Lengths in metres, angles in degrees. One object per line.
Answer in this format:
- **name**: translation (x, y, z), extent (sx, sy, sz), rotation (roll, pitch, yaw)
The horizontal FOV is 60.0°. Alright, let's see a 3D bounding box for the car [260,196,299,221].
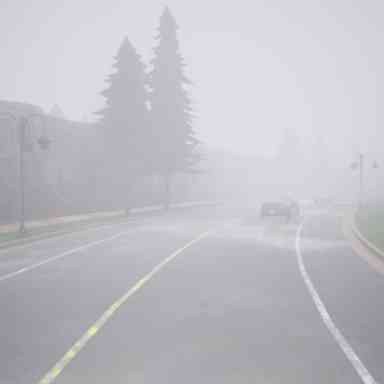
- **car**: translation (5.749, 0.974, 21.663), extent (1.812, 1.442, 4.674), rotation (1, 2, 27)

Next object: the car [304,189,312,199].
- **car**: translation (17.624, 0.295, 47.845), extent (2.128, 1.511, 4.902), rotation (1, 2, 38)

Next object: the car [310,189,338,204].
- **car**: translation (15.782, 0.626, 39.155), extent (1.895, 1.301, 4.718), rotation (1, 2, 35)
